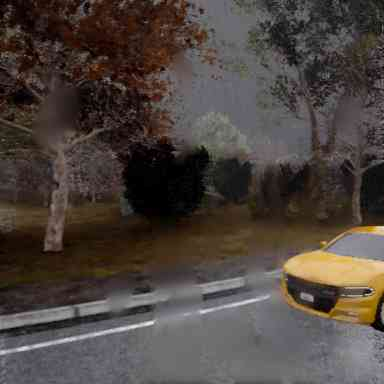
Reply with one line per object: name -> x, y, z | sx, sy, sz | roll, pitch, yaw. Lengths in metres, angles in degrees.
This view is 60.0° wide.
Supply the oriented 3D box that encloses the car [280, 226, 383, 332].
car -> 4.002, 1.486, 6.968 | 5.008, 1.535, 1.882 | 0, 0, -34
